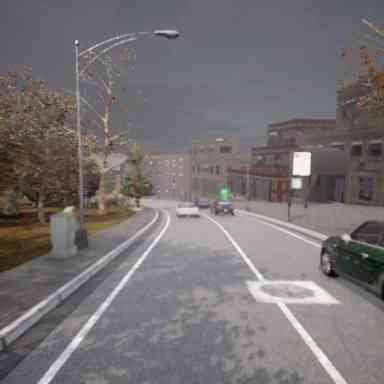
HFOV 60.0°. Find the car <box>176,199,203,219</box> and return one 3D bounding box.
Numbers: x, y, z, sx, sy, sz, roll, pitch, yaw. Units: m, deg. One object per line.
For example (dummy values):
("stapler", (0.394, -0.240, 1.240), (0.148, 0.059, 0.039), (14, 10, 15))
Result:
("car", (-0.420, 1.598, 29.193), (1.895, 1.301, 4.718), (0, 0, -4))

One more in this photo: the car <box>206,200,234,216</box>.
("car", (2.894, 1.513, 32.856), (1.812, 1.442, 4.674), (0, 0, -5))

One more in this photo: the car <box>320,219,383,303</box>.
("car", (4.603, 1.382, 7.474), (2.097, 1.767, 4.553), (0, 0, 1))

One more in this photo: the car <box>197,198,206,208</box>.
("car", (1.195, 1.530, 44.845), (1.994, 1.385, 4.181), (-1, 0, -12))
